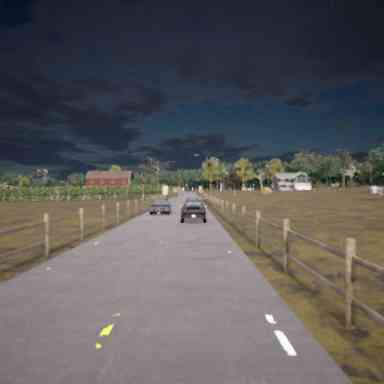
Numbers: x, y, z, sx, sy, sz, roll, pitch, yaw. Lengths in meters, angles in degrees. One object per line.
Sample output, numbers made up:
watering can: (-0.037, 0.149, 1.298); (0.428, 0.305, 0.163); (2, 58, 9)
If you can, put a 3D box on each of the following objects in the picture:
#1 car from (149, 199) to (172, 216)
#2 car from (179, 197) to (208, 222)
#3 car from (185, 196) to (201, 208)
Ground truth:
car: (-2.833, 1.398, 31.114); (2.033, 1.411, 5.357); (0, 0, 0)
car: (0.112, 1.393, 25.213); (1.837, 1.490, 4.892); (0, 0, 0)
car: (0.118, 1.321, 43.092); (1.994, 1.385, 4.181); (0, 1, 0)
